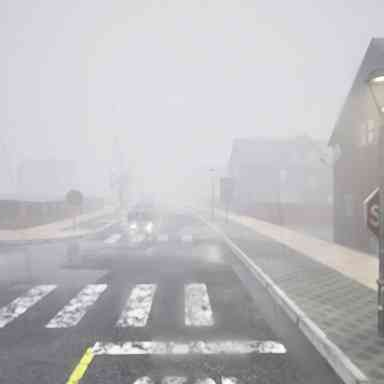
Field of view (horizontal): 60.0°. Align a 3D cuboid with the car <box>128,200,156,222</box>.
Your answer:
[{"bbox_3d":[-3.907,1.562,26.323,1.994,1.385,4.181,0,0,-5],"label":"car"}]

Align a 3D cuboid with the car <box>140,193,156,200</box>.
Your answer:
[{"bbox_3d":[-6.954,1.208,52.597,2.150,2.045,5.566,0,0,-9],"label":"car"}]
